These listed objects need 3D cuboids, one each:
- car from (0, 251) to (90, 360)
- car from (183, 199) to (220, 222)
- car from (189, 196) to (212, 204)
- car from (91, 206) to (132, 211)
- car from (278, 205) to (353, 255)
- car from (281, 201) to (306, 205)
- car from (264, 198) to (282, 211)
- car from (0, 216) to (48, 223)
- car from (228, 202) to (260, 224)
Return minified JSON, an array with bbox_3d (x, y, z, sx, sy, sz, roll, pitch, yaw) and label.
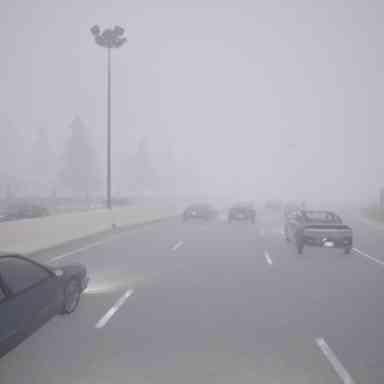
[{"bbox_3d":[-3.172,1.530,4.479,2.033,1.411,5.357,0,0,3],"label":"car"},{"bbox_3d":[0.730,1.521,26.233,1.994,1.385,4.181,0,0,16],"label":"car"},{"bbox_3d":[1.599,1.502,60.725,1.895,1.301,4.718,0,0,34],"label":"car"},{"bbox_3d":[-6.477,1.285,27.163,2.097,1.767,4.553,0,0,17],"label":"car"},{"bbox_3d":[4.884,1.484,13.300,2.128,1.511,4.902,0,0,9],"label":"car"},{"bbox_3d":[9.995,1.577,31.737,1.895,1.301,4.718,0,0,22],"label":"car"},{"bbox_3d":[10.077,1.488,40.273,1.812,1.442,4.674,0,0,26],"label":"car"},{"bbox_3d":[-11.443,1.419,21.764,2.128,1.511,4.902,0,0,13],"label":"car"},{"bbox_3d":[3.877,1.448,24.499,1.882,1.535,5.008,0,0,16],"label":"car"}]
